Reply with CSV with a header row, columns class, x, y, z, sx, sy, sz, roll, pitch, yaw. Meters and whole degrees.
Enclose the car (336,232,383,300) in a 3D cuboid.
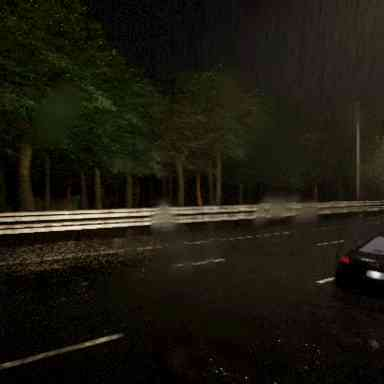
class,x,y,z,sx,sy,sz,roll,pitch,yaw
car,5.160,1.566,7.554,4.181,1.385,1.994,0,0,-36
